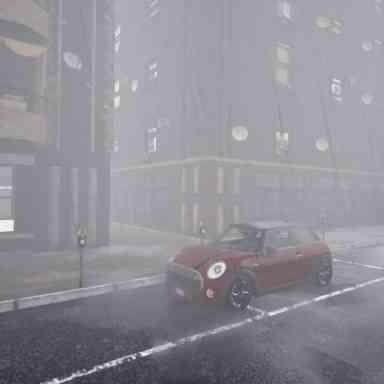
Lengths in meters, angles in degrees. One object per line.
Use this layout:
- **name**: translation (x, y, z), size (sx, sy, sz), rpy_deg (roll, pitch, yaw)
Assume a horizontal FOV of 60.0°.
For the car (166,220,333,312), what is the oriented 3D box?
- **car**: translation (1.390, 1.442, 7.697), size (4.097, 1.590, 1.967), rpy_deg (0, 1, -36)
